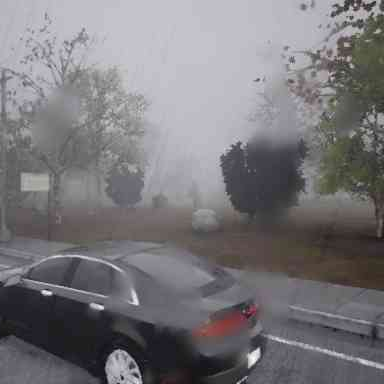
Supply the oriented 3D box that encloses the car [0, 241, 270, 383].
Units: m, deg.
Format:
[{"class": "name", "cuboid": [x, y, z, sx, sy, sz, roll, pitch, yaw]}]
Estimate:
[{"class": "car", "cuboid": [-1.312, 1.506, 4.942, 4.892, 1.490, 1.837, 0, 0, 36]}]
